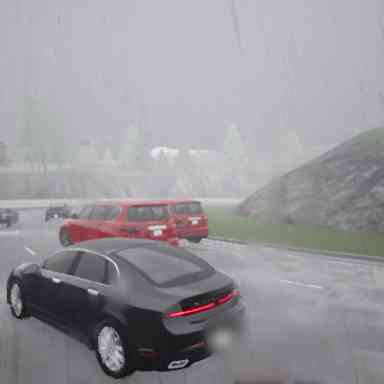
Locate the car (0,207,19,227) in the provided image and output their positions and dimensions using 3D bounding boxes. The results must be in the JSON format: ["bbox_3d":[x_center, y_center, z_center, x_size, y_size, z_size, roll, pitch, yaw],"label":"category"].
[{"bbox_3d":[-13.769,1.743,23.944,1.895,1.301,4.718,0,-1,-20],"label":"car"}]

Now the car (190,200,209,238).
[{"bbox_3d":[-1.551,1.353,15.867,2.150,2.045,5.566,0,0,-39],"label":"car"}]

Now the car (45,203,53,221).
[{"bbox_3d":[-11.698,1.703,29.471,1.837,1.490,4.892,0,0,-14],"label":"car"}]

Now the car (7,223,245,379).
[{"bbox_3d":[-1.443,1.549,5.664,4.892,1.490,1.837,0,0,41],"label":"car"}]

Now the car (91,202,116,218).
[{"bbox_3d":[-8.998,1.813,34.104,1.994,1.385,4.181,0,0,-8],"label":"car"}]

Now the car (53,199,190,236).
[{"bbox_3d":[-2.791,1.312,11.849,2.150,2.045,5.566,0,0,-42],"label":"car"}]
